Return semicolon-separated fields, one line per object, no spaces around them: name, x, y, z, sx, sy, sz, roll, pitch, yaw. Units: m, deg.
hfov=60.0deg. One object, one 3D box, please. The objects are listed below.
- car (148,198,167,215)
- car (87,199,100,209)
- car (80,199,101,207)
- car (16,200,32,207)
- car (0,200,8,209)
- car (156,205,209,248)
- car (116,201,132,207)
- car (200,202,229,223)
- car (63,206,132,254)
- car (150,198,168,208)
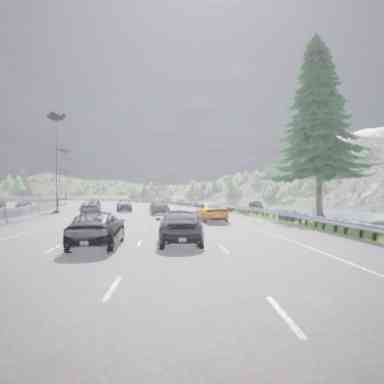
car;-3.684;1.734;36.700;2.033;1.411;5.357;0;0;-13
car;-16.322;1.884;55.132;1.837;1.490;4.892;0;0;-20
car;-10.549;1.732;34.534;2.128;1.511;4.902;0;0;-12
car;-27.265;2.034;54.115;1.994;1.385;4.181;0;0;-19
car;-30.315;1.996;52.239;1.837;1.490;4.892;0;0;-19
car;-0.576;1.575;15.110;1.837;1.490;4.892;0;0;-5
car;-9.073;1.867;44.117;1.895;1.301;4.718;0;0;-15
car;1.539;1.575;26.615;1.882;1.535;5.008;0;0;-9
car;-3.976;1.587;14.071;2.128;1.511;4.902;0;0;-5
car;-5.573;1.761;56.054;1.882;1.535;5.008;0;0;-19
